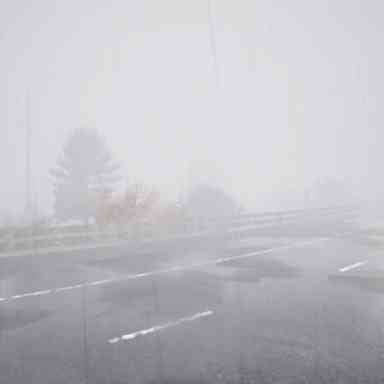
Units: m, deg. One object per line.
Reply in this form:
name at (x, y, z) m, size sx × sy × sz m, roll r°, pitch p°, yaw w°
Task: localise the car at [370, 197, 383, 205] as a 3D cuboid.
car at (36.011, 1.800, 64.299) m, size 2.128 × 1.511 × 4.902 m, roll -1°, pitch -1°, yaw 15°
